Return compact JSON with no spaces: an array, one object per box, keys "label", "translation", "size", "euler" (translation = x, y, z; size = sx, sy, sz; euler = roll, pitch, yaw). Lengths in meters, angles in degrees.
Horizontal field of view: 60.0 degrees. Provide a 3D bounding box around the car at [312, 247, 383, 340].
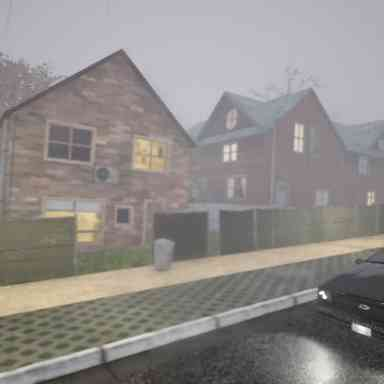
[{"label":"car","translation":[4.590,1.557,6.202],"size":[5.357,1.411,2.033],"euler":[0,0,-34]}]
